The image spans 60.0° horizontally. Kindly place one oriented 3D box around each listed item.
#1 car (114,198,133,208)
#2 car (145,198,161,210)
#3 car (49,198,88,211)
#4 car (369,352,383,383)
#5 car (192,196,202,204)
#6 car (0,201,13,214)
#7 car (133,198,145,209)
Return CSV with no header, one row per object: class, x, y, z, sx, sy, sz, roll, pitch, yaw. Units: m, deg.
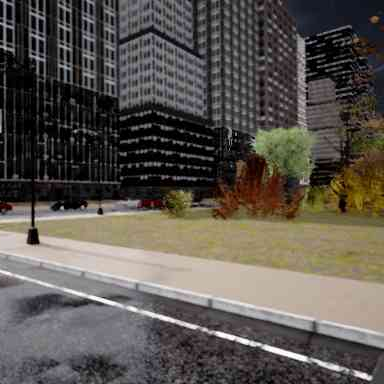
car,-9.519,1.618,49.956,1.812,1.442,4.674,-1,-1,37
car,-3.297,1.478,41.709,1.812,1.442,4.674,-1,-1,37
car,-15.556,1.586,41.976,1.837,1.490,4.892,-1,-1,37
car,3.524,1.548,1.168,5.357,1.411,2.033,0,0,36
car,-0.102,1.547,62.302,2.128,1.511,4.902,-1,-1,37
car,-21.170,1.596,34.537,1.812,1.442,4.674,-1,-1,37
car,-5.229,1.524,44.543,1.812,1.442,4.674,-1,-1,37
